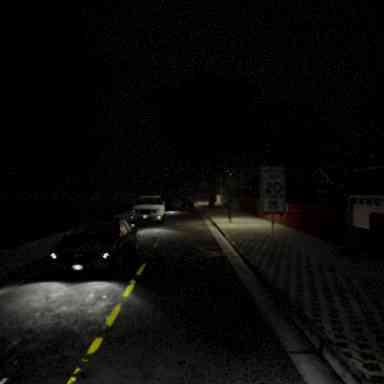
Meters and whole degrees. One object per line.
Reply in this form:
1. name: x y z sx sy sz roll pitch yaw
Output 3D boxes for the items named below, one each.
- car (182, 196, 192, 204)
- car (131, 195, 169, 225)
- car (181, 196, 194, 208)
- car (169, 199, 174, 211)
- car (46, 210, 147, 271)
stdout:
1. car: -0.925 1.571 64.947 1.812 1.442 4.674 0 0 -1
2. car: -3.191 1.284 25.071 2.150 2.045 5.566 0 0 -1
3. car: -0.694 1.668 49.230 1.895 1.301 4.718 0 0 -1
4. car: -3.358 1.592 42.476 1.837 1.490 4.892 0 0 -1
5. car: -2.996 1.585 11.305 2.033 1.411 5.357 0 0 -1
